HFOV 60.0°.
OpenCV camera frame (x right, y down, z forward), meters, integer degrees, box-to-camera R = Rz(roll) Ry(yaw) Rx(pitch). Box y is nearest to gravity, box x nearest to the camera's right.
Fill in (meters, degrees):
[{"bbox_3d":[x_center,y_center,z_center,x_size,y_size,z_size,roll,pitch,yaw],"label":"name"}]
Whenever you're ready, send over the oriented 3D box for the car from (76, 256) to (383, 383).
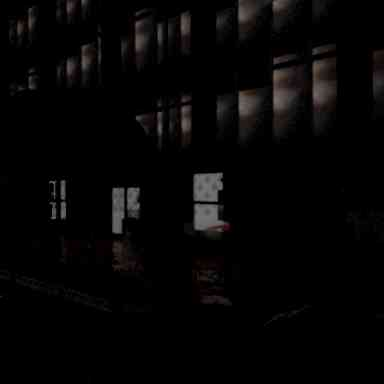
[{"bbox_3d":[1.491,1.316,1.822,5.009,1.841,2.192,0,0,36],"label":"car"}]
